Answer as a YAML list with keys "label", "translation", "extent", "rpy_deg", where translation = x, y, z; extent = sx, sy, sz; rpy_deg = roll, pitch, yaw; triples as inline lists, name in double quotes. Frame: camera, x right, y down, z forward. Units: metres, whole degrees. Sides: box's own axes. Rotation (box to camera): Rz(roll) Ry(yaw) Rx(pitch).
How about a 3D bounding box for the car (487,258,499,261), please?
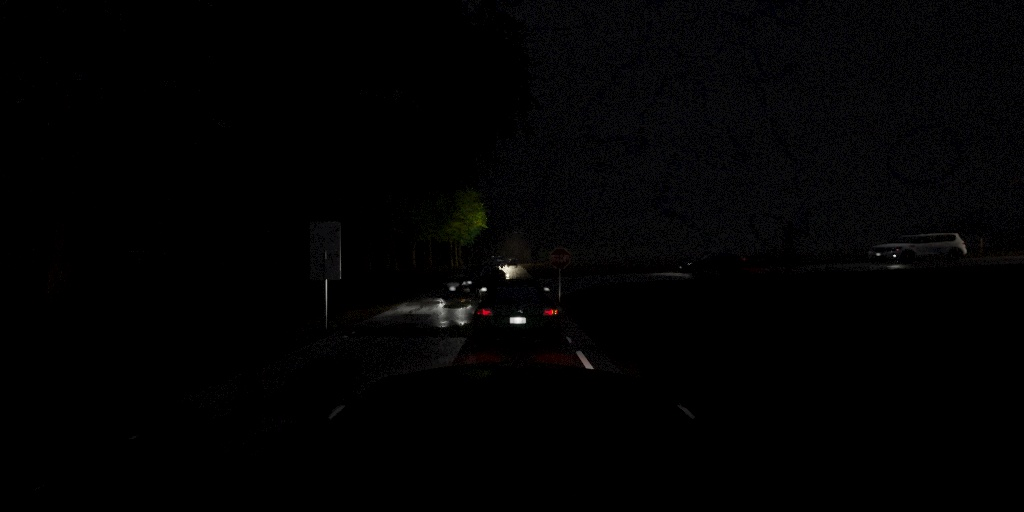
- label: "car"
  translation: [-2.710, 1.274, 39.303]
  extent: [1.837, 1.490, 4.892]
  rpy_deg: [0, 0, -1]

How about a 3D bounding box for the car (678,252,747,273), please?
- label: "car"
  translation: [14.935, 0.460, 26.803]
  extent: [4.674, 1.442, 1.812]
  rpy_deg: [-3, 1, 1]

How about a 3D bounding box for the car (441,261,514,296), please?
- label: "car"
  translation: [-1.919, 1.228, 19.035]
  extent: [2.128, 1.511, 4.902]
  rpy_deg: [-1, 0, 22]

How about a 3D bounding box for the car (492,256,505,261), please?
- label: "car"
  translation: [-2.672, 1.025, 60.110]
  extent: [2.150, 2.045, 5.566]
  rpy_deg: [0, 0, 1]

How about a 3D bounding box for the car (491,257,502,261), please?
- label: "car"
  translation: [-2.734, 1.261, 49.396]
  extent: [1.882, 1.535, 5.008]
  rpy_deg: [0, 0, 1]

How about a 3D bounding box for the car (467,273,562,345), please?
- label: "car"
  translation: [0.092, 1.313, 9.496]
  extent: [1.994, 1.385, 4.181]
  rpy_deg: [0, 0, -1]

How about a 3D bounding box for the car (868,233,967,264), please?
- label: "car"
  translation: [29.985, -0.582, 26.616]
  extent: [5.566, 2.045, 2.150]
  rpy_deg: [-2, 1, 1]
